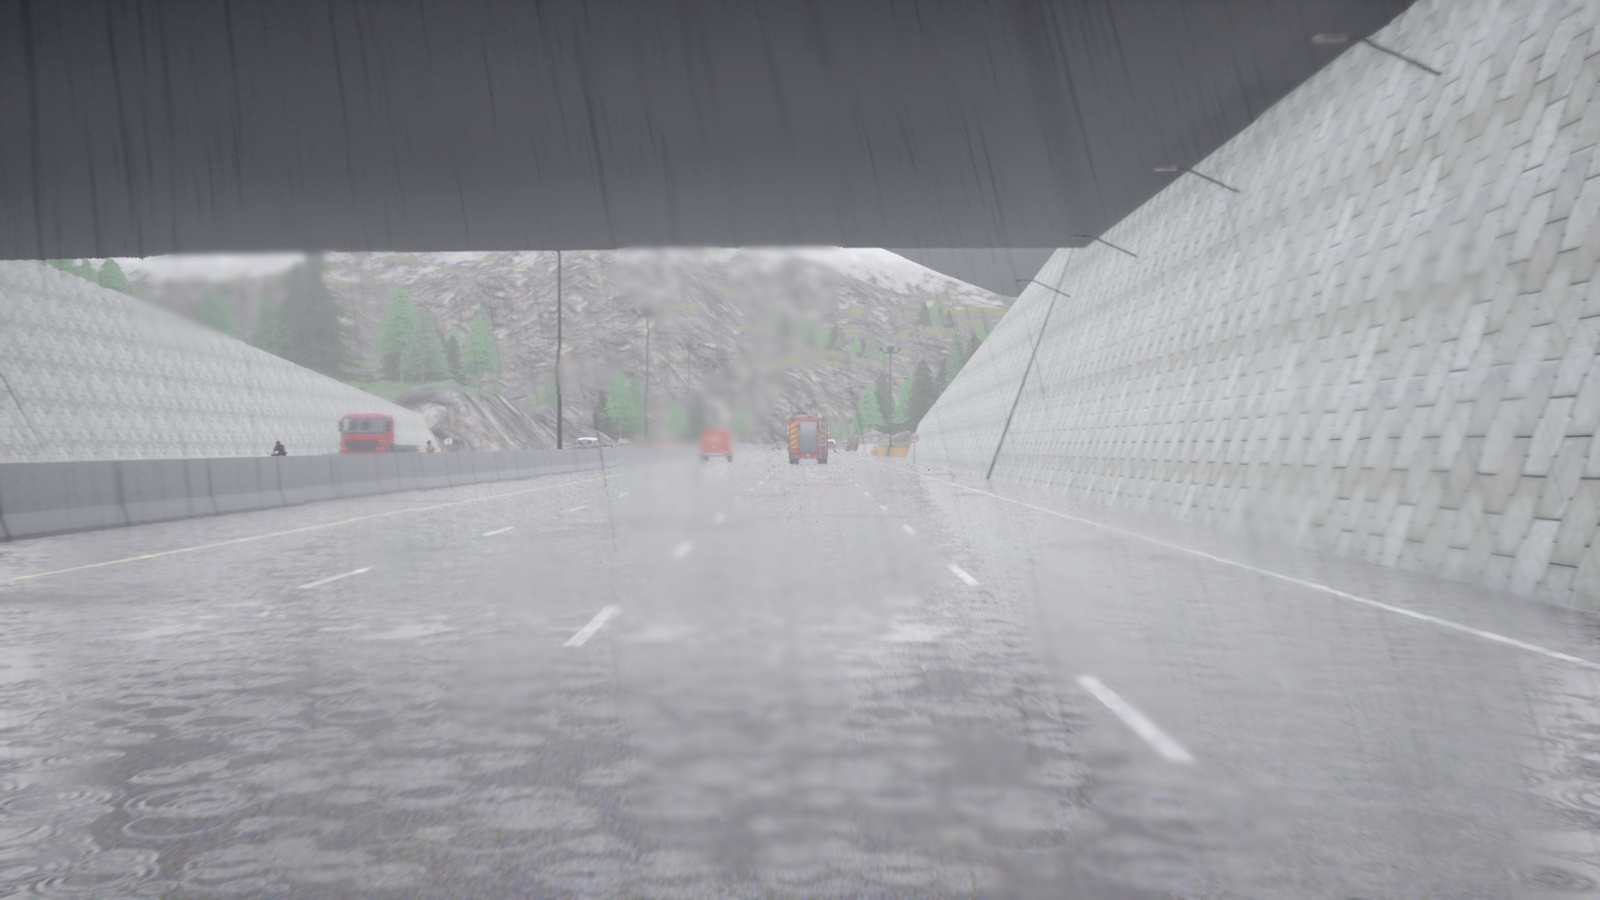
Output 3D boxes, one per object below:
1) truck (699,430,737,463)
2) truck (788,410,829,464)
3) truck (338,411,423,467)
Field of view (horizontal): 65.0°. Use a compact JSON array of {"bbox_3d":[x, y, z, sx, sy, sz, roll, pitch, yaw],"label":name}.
[{"bbox_3d":[-6.351,-0.287,98.180,2.627,2.467,5.204,0,1,0],"label":"truck"},{"bbox_3d":[0.619,-0.940,93.712,2.891,3.827,8.468,0,0,0],"label":"truck"},{"bbox_3d":[-27.457,-0.718,82.638,2.891,3.462,7.936,0,0,0],"label":"truck"}]
